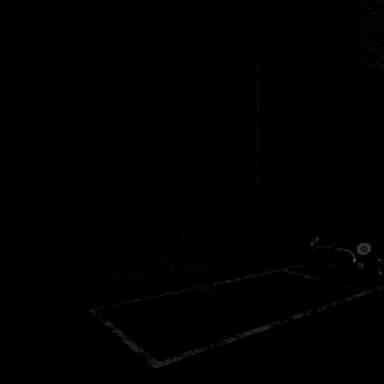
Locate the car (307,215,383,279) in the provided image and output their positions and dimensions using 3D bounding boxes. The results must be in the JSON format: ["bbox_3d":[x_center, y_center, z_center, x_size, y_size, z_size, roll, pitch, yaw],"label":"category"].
[{"bbox_3d":[5.281,1.439,9.954,4.097,1.590,1.967,0,0,-35],"label":"car"}]
